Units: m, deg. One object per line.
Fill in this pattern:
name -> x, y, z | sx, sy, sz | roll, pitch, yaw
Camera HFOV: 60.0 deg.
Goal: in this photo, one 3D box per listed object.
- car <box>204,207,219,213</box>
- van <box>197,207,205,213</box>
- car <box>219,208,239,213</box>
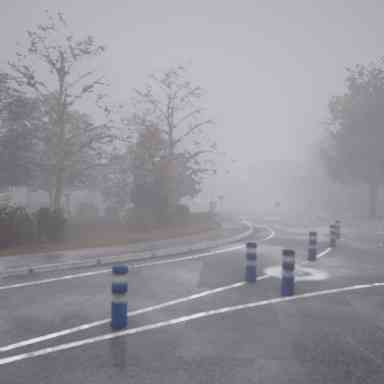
car -> 5.989, 4.704, 81.858 | 2.163, 1.488, 4.792 | 2, -5, -33
van -> 2.888, 4.803, 86.542 | 1.878, 1.987, 4.442 | 2, -5, -33
car -> 9.036, 4.369, 77.296 | 2.002, 1.452, 4.674 | 4, -6, -33
